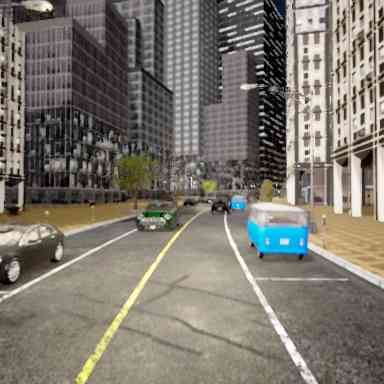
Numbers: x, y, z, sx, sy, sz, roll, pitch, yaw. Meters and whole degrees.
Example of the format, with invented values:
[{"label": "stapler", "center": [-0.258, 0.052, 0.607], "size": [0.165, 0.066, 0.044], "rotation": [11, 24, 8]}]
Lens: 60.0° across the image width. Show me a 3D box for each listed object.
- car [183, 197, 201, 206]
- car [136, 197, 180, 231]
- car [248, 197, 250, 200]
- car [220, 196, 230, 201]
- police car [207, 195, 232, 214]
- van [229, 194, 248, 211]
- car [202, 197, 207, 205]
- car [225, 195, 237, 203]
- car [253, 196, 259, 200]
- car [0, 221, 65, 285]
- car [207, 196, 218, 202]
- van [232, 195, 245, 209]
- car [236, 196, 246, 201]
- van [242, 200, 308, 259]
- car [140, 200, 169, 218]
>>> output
[{"label": "car", "center": [-0.199, 1.639, 54.803], "size": [1.947, 1.339, 4.313], "rotation": [1, 0, 10]}, {"label": "car", "center": [-2.013, 1.379, 20.653], "size": [2.097, 1.767, 4.553], "rotation": [0, 0, 4]}, {"label": "car", "center": [10.077, 1.583, 65.089], "size": [1.752, 1.417, 4.829], "rotation": [1, 0, 13]}, {"label": "car", "center": [9.385, 1.691, 93.184], "size": [1.947, 1.339, 4.313], "rotation": [1, 0, 17]}, {"label": "police car", "center": [3.068, 1.465, 35.678], "size": [1.930, 1.638, 5.238], "rotation": [0, 0, 7]}, {"label": "van", "center": [5.795, 1.382, 41.747], "size": [1.690, 1.788, 3.998], "rotation": [1, 0, 8]}, {"label": "car", "center": [3.825, 1.566, 62.125], "size": [2.128, 1.511, 4.902], "rotation": [0, 0, 12]}, {"label": "car", "center": [8.003, 1.453, 68.449], "size": [1.882, 1.535, 5.008], "rotation": [0, 0, 14]}, {"label": "car", "center": [17.702, 1.648, 92.853], "size": [1.947, 1.339, 4.313], "rotation": [1, 0, 18]}, {"label": "car", "center": [-5.111, 1.564, 9.494], "size": [2.008, 1.369, 4.403], "rotation": [1, 0, 2]}, {"label": "car", "center": [4.713, 1.682, 77.009], "size": [1.802, 1.307, 4.206], "rotation": [1, 0, 15]}, {"label": "van", "center": [6.684, 1.387, 47.543], "size": [1.690, 1.788, 3.998], "rotation": [1, 0, 10]}, {"label": "car", "center": [12.765, 1.630, 86.253], "size": [1.895, 1.301, 4.718], "rotation": [0, 0, 18]}, {"label": "van", "center": [3.033, 1.358, 12.411], "size": [1.690, 1.788, 3.998], "rotation": [1, 0, 3]}, {"label": "car", "center": [-3.506, 1.569, 32.027], "size": [1.752, 1.417, 4.829], "rotation": [1, 0, 6]}]
